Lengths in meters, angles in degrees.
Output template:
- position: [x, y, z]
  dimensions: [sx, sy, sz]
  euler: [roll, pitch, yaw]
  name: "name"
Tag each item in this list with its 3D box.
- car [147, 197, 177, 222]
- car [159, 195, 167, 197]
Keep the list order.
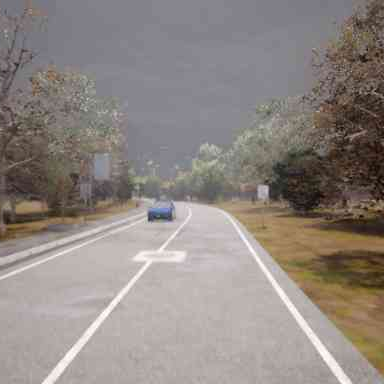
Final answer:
- position: [-2.306, 1.459, 26.349]
  dimensions: [1.882, 1.535, 5.008]
  euler: [0, 0, 2]
  name: "car"
- position: [-5.866, 1.383, 67.520]
  dimensions: [2.128, 1.511, 4.902]
  euler: [1, 0, -14]
  name: "car"
